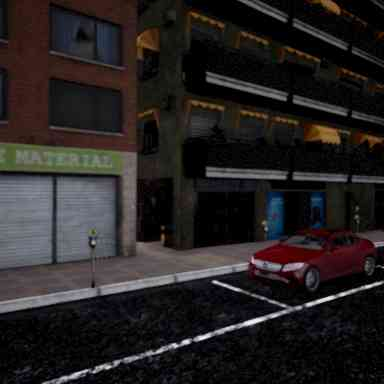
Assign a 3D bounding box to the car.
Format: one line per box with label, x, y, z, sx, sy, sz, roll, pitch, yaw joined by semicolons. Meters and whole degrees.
car;3.403;1.663;8.998;4.206;1.307;1.802;1;-1;-36
